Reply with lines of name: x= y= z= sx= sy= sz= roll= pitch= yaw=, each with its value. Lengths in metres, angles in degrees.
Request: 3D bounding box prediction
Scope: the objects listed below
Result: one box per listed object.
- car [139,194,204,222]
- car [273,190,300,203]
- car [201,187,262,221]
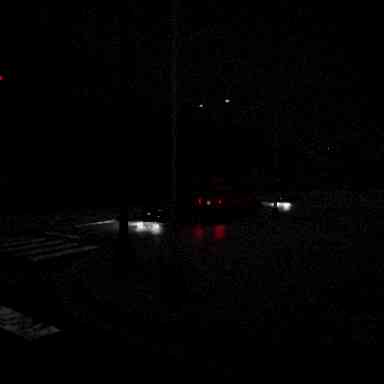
car: x=-1.378 y=1.044 z=21.139 sx=1.994 sy=1.385 sz=4.181 roll=1 pitch=2 yaw=35
car: x=10.953 y=0.510 z=38.452 sx=1.994 sy=1.385 sz=4.181 roll=1 pitch=2 yaw=36
car: x=2.553 y=0.654 z=21.639 sx=2.150 sy=2.045 sz=5.566 roll=1 pitch=2 yaw=36
